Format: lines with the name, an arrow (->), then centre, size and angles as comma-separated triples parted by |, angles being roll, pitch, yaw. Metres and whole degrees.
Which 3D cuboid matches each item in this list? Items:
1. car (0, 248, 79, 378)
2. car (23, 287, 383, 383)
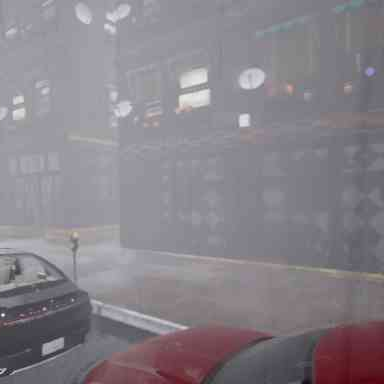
car -> -3.386, 1.533, 5.068 | 4.403, 1.369, 2.008 | 0, -1, 35
car -> 1.172, 1.538, 1.933 | 4.507, 1.381, 1.887 | 0, -1, 35
